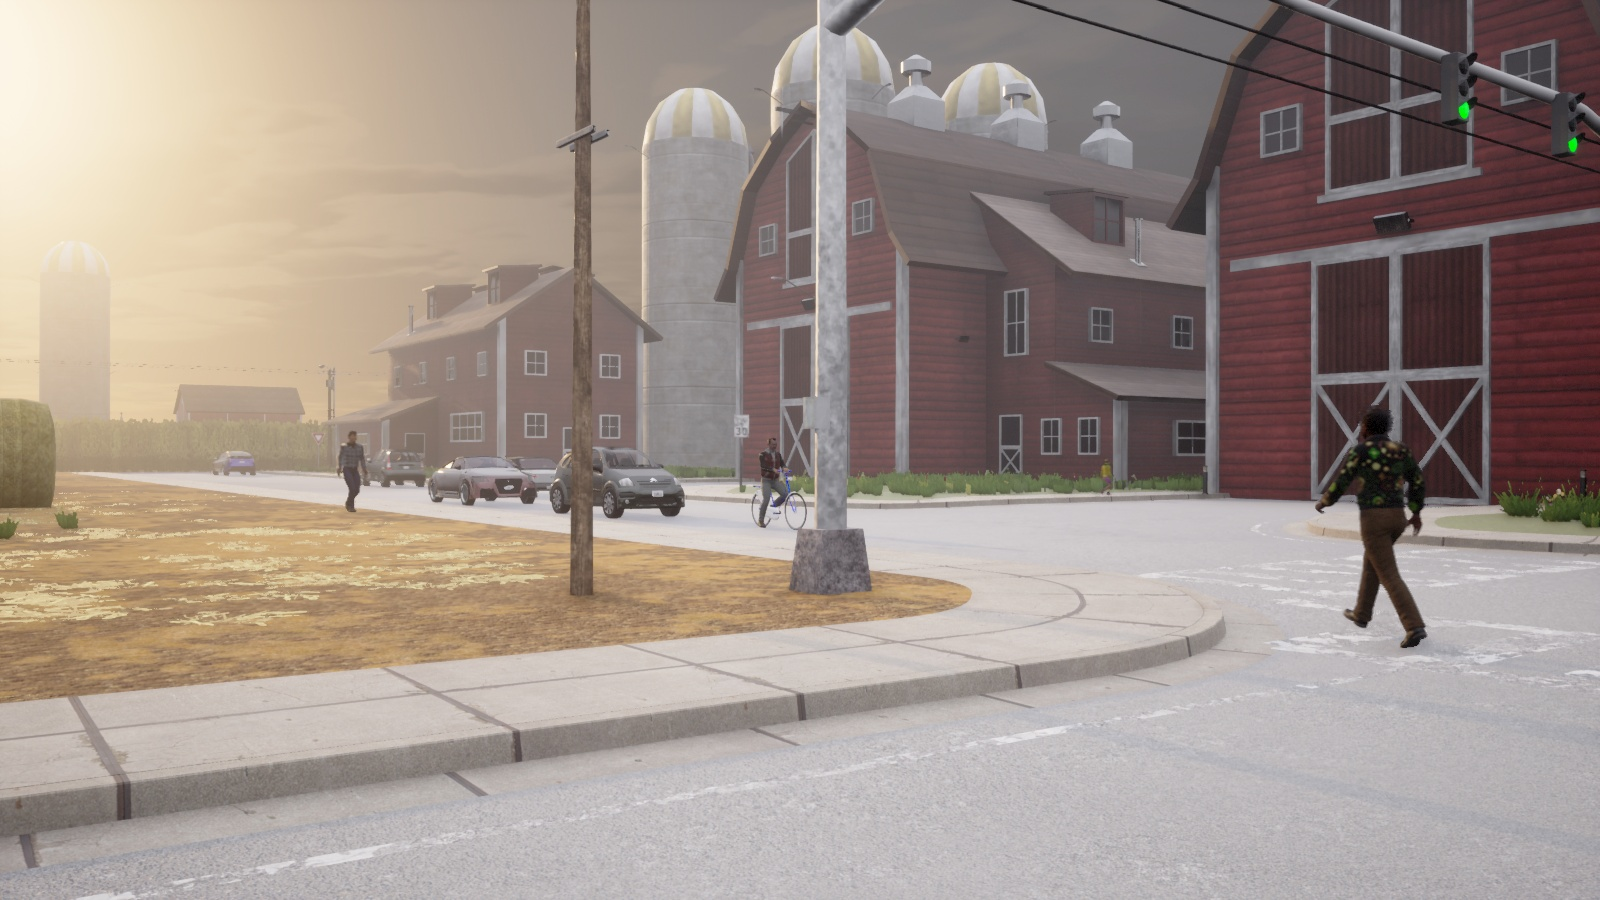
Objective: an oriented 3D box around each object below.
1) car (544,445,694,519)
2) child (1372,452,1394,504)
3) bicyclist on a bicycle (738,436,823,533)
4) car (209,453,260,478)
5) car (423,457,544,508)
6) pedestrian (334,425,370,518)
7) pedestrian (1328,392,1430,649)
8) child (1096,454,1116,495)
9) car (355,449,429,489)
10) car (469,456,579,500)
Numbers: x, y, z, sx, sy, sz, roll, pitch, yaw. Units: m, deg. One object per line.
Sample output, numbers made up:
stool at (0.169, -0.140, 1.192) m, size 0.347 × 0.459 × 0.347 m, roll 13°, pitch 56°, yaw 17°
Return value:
car at (-4.310, 0.697, 29.434) m, size 1.851 × 1.617 × 3.988 m, roll 0°, pitch 0°, yaw -36°
child at (14.415, 0.688, 31.062) m, size 0.270 × 1.263 × 0.437 m, roll 0°, pitch 0°, yaw -22°
bicyclist on a bicycle at (-0.399, 0.641, 24.027) m, size 0.659 × 1.776 × 1.843 m, roll -1°, pitch 0°, yaw -36°
car at (-35.218, 0.931, 78.125) m, size 2.007 × 1.525 × 4.514 m, roll 0°, pitch 0°, yaw -36°
car at (-9.154, 0.890, 36.138) m, size 1.994 × 1.385 × 4.181 m, roll 0°, pitch 0°, yaw -36°
pedestrian at (-9.623, 0.456, 26.956) m, size 0.423 × 1.949 × 0.788 m, roll 0°, pitch 0°, yaw -45°
pedestrian at (4.515, 0.529, 9.825) m, size 0.395 × 1.930 × 0.692 m, roll 0°, pitch 0°, yaw -10°
child at (8.780, 0.710, 36.074) m, size 0.473 × 1.160 × 0.299 m, roll 0°, pitch 0°, yaw -26°
car at (-17.442, 0.785, 53.554) m, size 1.851 × 1.617 × 3.988 m, roll 0°, pitch 0°, yaw -36°
car at (-9.374, 0.915, 42.400) m, size 1.895 × 1.301 × 4.718 m, roll 0°, pitch 1°, yaw -36°
